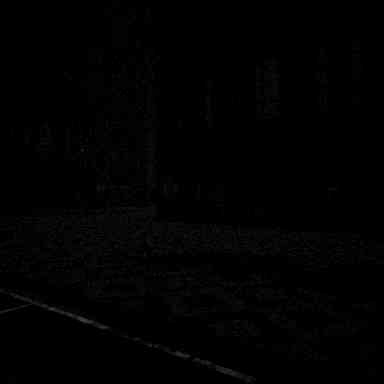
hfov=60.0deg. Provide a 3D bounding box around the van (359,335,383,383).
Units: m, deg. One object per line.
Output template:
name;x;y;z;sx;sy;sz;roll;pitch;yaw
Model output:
van;2.692;1.341;1.063;3.998;1.788;1.690;0;0;35
